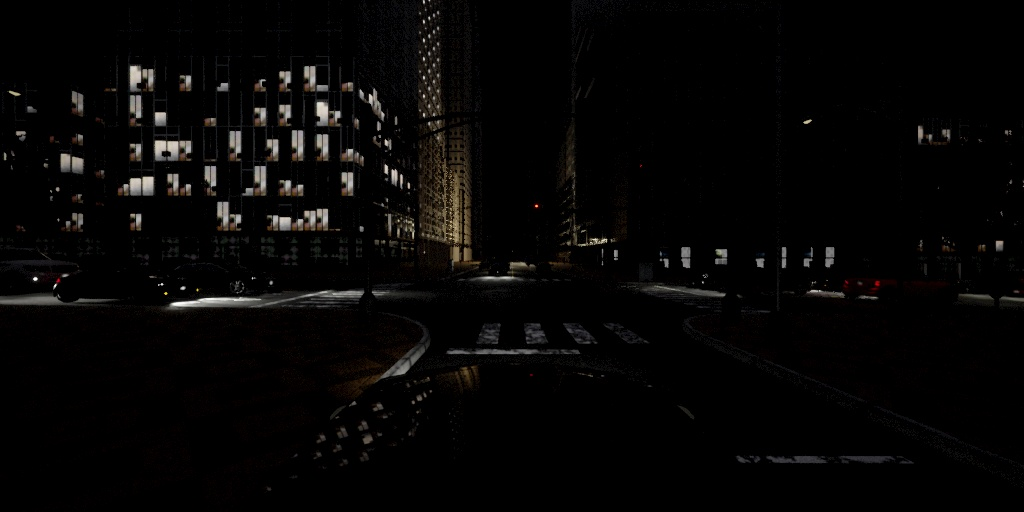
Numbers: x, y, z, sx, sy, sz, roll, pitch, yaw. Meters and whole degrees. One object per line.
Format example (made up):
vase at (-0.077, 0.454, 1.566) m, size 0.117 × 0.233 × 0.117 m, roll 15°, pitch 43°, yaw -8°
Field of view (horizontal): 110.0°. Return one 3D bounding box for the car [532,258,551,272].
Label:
car at (4.053, 1.329, 46.644) m, size 1.948 × 1.339 × 4.313 m, roll 0°, pitch 0°, yaw 0°

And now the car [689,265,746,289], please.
car at (15.064, 1.396, 25.418) m, size 4.553 × 1.767 × 2.097 m, roll 1°, pitch 0°, yaw -3°

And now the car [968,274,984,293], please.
car at (33.780, 1.980, 26.229) m, size 4.718 × 1.301 × 1.895 m, roll 1°, pitch 0°, yaw -3°

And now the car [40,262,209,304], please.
car at (-15.044, 1.063, 14.147) m, size 4.181 × 1.385 × 1.994 m, roll 1°, pitch 0°, yaw -2°

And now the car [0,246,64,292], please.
car at (-24.086, 0.553, 17.005) m, size 5.566 × 2.045 × 2.150 m, roll 1°, pitch 0°, yaw -2°

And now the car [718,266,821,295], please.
car at (15.856, 1.564, 22.211) m, size 4.892 × 1.490 × 1.837 m, roll 1°, pitch 0°, yaw -4°

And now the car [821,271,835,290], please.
car at (23.686, 1.763, 25.810) m, size 4.181 × 1.385 × 1.994 m, roll 1°, pitch 0°, yaw -5°

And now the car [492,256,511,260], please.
car at (-1.412, 0.984, 49.663) m, size 2.150 × 2.045 × 5.566 m, roll 0°, pitch 0°, yaw 0°

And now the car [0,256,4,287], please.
car at (-23.691, 0.832, 13.773) m, size 4.902 × 1.511 × 2.128 m, roll 1°, pitch 0°, yaw -3°

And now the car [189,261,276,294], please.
car at (-14.246, 1.004, 17.443) m, size 4.902 × 1.511 × 2.128 m, roll 1°, pitch 0°, yaw -3°

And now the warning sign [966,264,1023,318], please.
warning sign at (17.306, 1.204, 12.804) m, size 1.060 × 1.860 × 1.300 m, roll 0°, pitch 0°, yaw -2°

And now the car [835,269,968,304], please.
car at (20.418, 1.494, 18.946) m, size 4.553 × 1.767 × 2.097 m, roll 1°, pitch 0°, yaw -2°

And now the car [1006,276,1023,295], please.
car at (34.486, 1.745, 23.005) m, size 4.553 × 1.767 × 2.097 m, roll 1°, pitch 0°, yaw -2°

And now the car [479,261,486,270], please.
car at (-3.885, 1.342, 52.159) m, size 1.802 × 1.307 × 4.207 m, roll 0°, pitch 0°, yaw 0°

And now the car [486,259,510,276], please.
car at (-1.397, 1.293, 37.224) m, size 1.812 × 1.442 × 4.674 m, roll 0°, pitch 0°, yaw 0°
